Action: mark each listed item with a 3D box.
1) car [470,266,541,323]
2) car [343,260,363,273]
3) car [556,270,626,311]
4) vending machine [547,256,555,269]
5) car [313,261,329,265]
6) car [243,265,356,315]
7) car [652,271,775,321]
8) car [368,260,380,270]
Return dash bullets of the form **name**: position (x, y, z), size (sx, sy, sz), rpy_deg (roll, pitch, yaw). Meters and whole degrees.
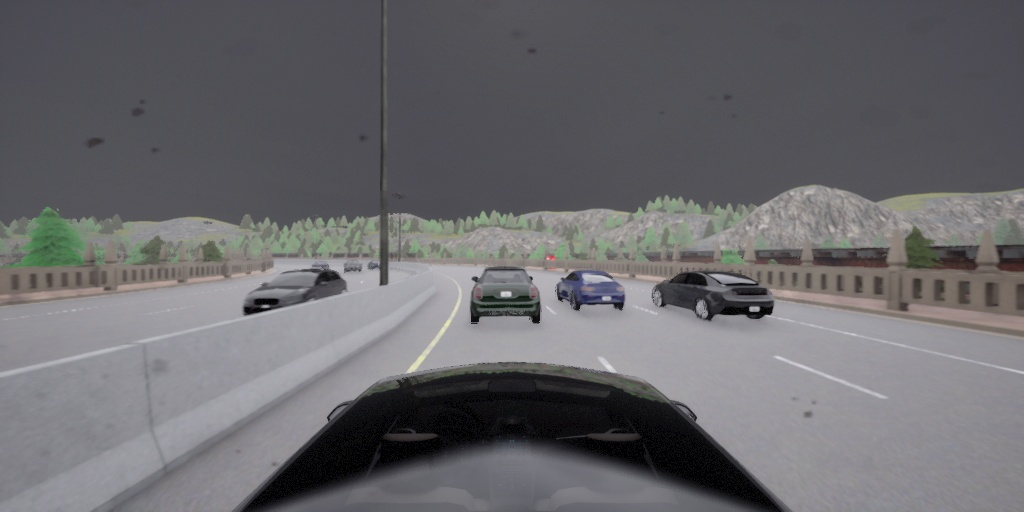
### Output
- **car**: position (-0.314, 1.106, 12.299), size (2.097, 1.767, 4.553), rpy_deg (0, 0, -4)
- **car**: position (-19.423, 1.267, 43.802), size (1.837, 1.490, 4.892), rpy_deg (0, 0, -25)
- **car**: position (3.036, 1.280, 14.476), size (1.812, 1.442, 4.674), rpy_deg (0, 0, -5)
- **vending machine**: position (5.522, 0.962, 50.761), size (1.100, 2.100, 0.880), rpy_deg (0, 0, -23)
- **car**: position (-22.919, 1.312, 43.087), size (2.033, 1.411, 5.357), rpy_deg (0, 0, -26)
- **car**: position (-7.583, 1.258, 13.118), size (1.837, 1.490, 4.892), rpy_deg (0, 0, -5)
- **car**: position (6.684, 1.259, 12.553), size (1.837, 1.490, 4.892), rpy_deg (0, 0, -4)
- **car**: position (-19.703, 1.314, 52.051), size (2.033, 1.411, 5.357), rpy_deg (0, 0, -29)
